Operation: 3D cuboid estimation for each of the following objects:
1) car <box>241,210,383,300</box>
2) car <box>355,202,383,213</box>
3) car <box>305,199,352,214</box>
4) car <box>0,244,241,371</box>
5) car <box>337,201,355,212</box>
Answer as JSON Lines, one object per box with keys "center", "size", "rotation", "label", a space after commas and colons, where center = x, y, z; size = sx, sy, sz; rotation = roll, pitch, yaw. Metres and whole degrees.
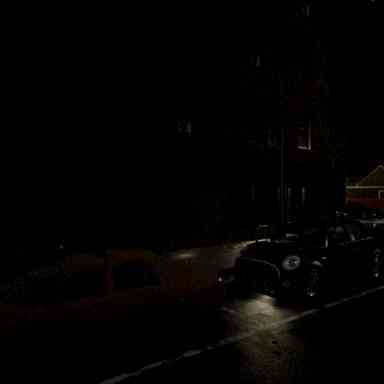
{"center": [2.953, 1.440, 8.305], "size": [4.097, 1.590, 1.967], "rotation": [0, 0, -36], "label": "car"}
{"center": [14.379, 1.594, 29.826], "size": [1.837, 1.490, 4.892], "rotation": [0, 0, -36], "label": "car"}
{"center": [15.956, 1.633, 39.057], "size": [1.837, 1.490, 4.892], "rotation": [0, 0, -35], "label": "car"}
{"center": [-1.672, 1.525, 4.993], "size": [4.829, 1.417, 1.752], "rotation": [0, 0, -36], "label": "car"}
{"center": [11.071, 1.603, 28.885], "size": [1.837, 1.490, 4.892], "rotation": [0, 0, -33], "label": "car"}
